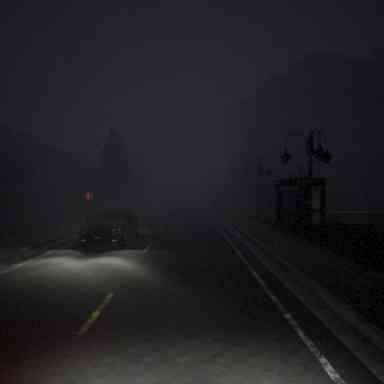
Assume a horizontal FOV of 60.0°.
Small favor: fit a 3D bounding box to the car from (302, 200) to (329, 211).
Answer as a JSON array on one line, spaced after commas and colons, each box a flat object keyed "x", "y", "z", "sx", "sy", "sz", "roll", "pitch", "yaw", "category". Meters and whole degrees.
[{"x": 12.269, "y": 1.573, "z": 36.203, "sx": 4.718, "sy": 1.301, "sz": 1.895, "roll": 0, "pitch": 0, "yaw": 0, "category": "car"}]

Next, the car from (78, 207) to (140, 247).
[{"x": -3.622, "y": 1.476, "z": 15.284, "sx": 1.882, "sy": 1.535, "sz": 5.008, "roll": 0, "pitch": 0, "yaw": 0, "category": "car"}]
